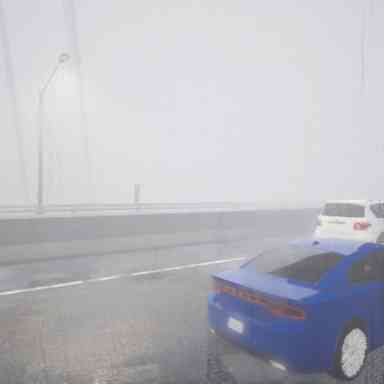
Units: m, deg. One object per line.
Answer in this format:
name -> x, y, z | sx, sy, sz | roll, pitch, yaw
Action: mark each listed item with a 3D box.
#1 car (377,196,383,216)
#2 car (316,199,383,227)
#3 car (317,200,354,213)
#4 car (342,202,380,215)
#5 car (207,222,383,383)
car -> 23.130, 1.532, 37.082 | 5.566, 2.045, 2.150 | 1, 0, -34
car -> 7.209, 1.318, 13.115 | 5.566, 2.045, 2.150 | 1, 0, -35
car -> 18.319, 1.777, 42.269 | 5.008, 1.535, 1.882 | 1, 0, -34
car -> 19.956, 1.898, 39.150 | 4.718, 1.301, 1.895 | 1, 0, -34
car -> 2.562, 1.514, 5.557 | 5.008, 1.535, 1.882 | 1, 0, -35
